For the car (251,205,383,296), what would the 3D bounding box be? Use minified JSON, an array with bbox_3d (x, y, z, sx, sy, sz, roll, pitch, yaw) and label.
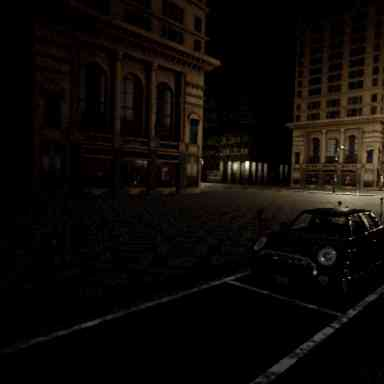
[{"bbox_3d":[3.138,1.129,7.800,1.967,1.590,4.097,4,4,44],"label":"car"}]
